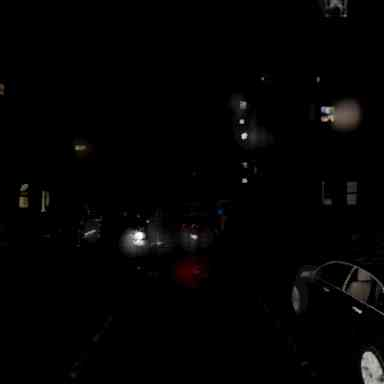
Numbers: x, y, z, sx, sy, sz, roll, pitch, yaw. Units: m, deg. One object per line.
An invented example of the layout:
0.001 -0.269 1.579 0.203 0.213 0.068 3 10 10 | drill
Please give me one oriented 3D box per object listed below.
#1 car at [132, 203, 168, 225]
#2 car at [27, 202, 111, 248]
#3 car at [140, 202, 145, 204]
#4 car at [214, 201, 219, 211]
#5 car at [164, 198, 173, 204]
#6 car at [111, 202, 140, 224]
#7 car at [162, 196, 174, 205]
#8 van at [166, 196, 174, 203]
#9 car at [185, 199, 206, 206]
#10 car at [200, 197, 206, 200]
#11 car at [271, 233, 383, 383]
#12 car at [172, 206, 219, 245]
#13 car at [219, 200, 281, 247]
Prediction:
-3.101 1.798 25.756 1.895 1.301 4.718 0 0 0 | car
-5.674 1.435 15.557 2.192 1.841 5.009 1 0 0 | car
-5.682 1.835 37.183 2.008 1.369 4.403 1 0 0 | car
2.703 1.601 20.956 1.967 1.590 4.097 1 0 0 | car
-5.686 2.157 80.819 1.887 1.381 4.507 1 0 0 | car
-5.677 1.642 26.370 1.967 1.590 4.097 1 0 0 | car
-5.762 2.114 75.138 1.887 1.381 4.507 1 0 0 | car
-5.683 1.996 86.508 1.690 1.788 3.998 1 0 0 | van
0.093 1.725 32.416 1.882 1.535 5.008 0 0 0 | car
2.695 2.095 86.569 1.967 1.590 4.097 1 0 0 | car
2.703 1.588 4.734 2.008 1.369 4.403 1 0 0 | car
0.094 1.629 16.202 1.837 1.490 4.892 0 0 0 | car
2.706 1.435 15.550 2.192 1.841 5.009 1 0 0 | car
